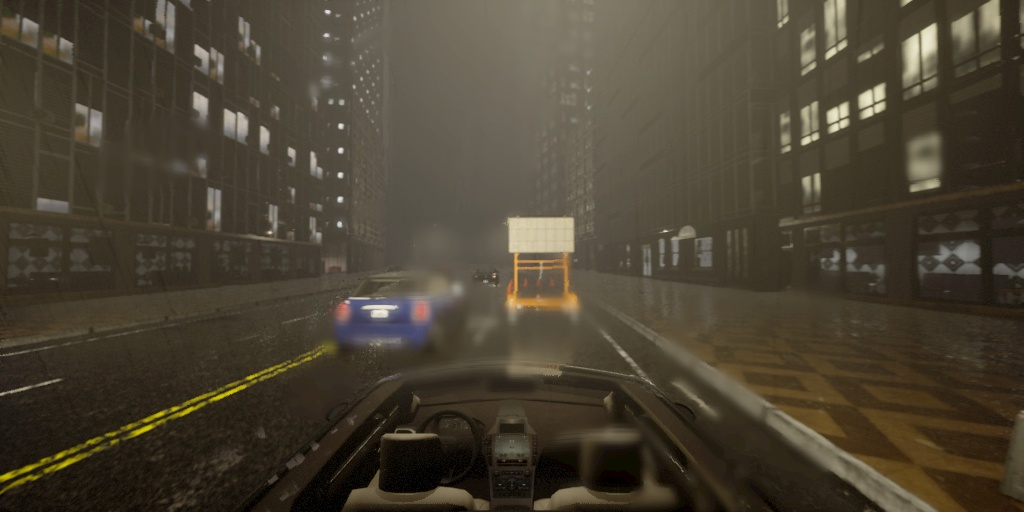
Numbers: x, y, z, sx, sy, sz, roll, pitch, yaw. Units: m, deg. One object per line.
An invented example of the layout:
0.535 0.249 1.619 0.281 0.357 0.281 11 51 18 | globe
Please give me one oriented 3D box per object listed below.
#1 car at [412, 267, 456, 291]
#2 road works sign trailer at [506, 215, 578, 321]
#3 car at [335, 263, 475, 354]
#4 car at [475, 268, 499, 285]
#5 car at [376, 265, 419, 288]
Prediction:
-5.384 1.531 25.581 2.033 1.411 5.357 0 -1 0 | car
1.063 0.314 12.963 2.380 3.560 2.880 0 0 1 | road works sign trailer
-2.437 1.179 9.157 2.097 1.767 4.553 0 -1 4 | car
-1.999 1.607 29.027 1.895 1.301 4.718 0 -1 -1 | car
-8.688 1.516 27.641 1.837 1.490 4.892 0 0 -1 | car
